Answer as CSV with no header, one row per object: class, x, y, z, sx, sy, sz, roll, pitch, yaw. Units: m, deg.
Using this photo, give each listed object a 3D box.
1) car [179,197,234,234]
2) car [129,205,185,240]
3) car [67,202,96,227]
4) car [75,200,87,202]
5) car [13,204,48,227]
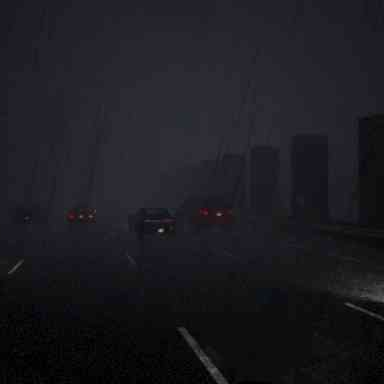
car,0.607,1.295,20.303,2.150,2.045,5.566,0,0,-18
car,-2.211,1.569,17.669,2.128,1.511,4.902,0,0,-18
car,-8.017,1.679,24.150,2.033,1.411,5.357,0,0,-18
car,-12.396,1.680,37.088,1.882,1.535,5.008,0,0,-19
car,-11.860,1.631,24.645,1.882,1.535,5.008,0,0,-18
